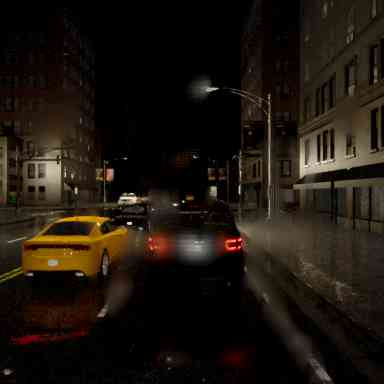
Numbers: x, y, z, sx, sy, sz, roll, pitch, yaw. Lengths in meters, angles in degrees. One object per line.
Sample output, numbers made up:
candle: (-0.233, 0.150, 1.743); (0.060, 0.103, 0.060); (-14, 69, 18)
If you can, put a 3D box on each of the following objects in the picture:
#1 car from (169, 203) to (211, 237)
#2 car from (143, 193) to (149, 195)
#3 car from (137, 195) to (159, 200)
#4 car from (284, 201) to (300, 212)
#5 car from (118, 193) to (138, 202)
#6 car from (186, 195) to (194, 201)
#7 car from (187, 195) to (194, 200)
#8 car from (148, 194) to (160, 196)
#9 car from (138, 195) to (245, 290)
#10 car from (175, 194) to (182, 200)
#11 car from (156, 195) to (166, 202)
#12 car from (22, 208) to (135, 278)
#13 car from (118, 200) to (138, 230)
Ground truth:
car: (-0.103, 1.491, 19.077); (2.128, 1.511, 4.902); (0, 0, 0)
car: (-10.152, 1.342, 64.391); (2.097, 1.767, 4.553); (0, 0, 0)
car: (-6.885, 1.541, 52.337); (2.033, 1.411, 5.357); (0, 0, -1)
car: (12.569, 1.600, 37.742); (4.181, 1.385, 1.994); (0, 0, 0)
car: (-10.144, 1.215, 52.738); (2.150, 2.045, 5.566); (0, 0, -1)
car: (-0.451, 1.457, 81.034); (1.882, 1.535, 5.008); (0, 0, 0)
car: (-0.510, 1.442, 91.484); (1.895, 1.301, 4.718); (0, 0, 0)
car: (-6.903, 1.536, 63.484); (2.033, 1.411, 5.357); (0, 0, 0)
car: (0.051, 1.221, 9.210); (2.150, 2.045, 5.566); (0, 0, 0)
car: (-3.760, 1.347, 91.436); (1.837, 1.490, 4.892); (0, 0, 0)
car: (-6.912, 1.462, 73.999); (1.882, 1.535, 5.008); (0, 0, 0)
car: (-3.205, 1.478, 10.124); (1.882, 1.535, 5.008); (0, 0, 0)
car: (-3.258, 1.477, 19.784); (1.882, 1.535, 5.008); (0, 0, 0)
